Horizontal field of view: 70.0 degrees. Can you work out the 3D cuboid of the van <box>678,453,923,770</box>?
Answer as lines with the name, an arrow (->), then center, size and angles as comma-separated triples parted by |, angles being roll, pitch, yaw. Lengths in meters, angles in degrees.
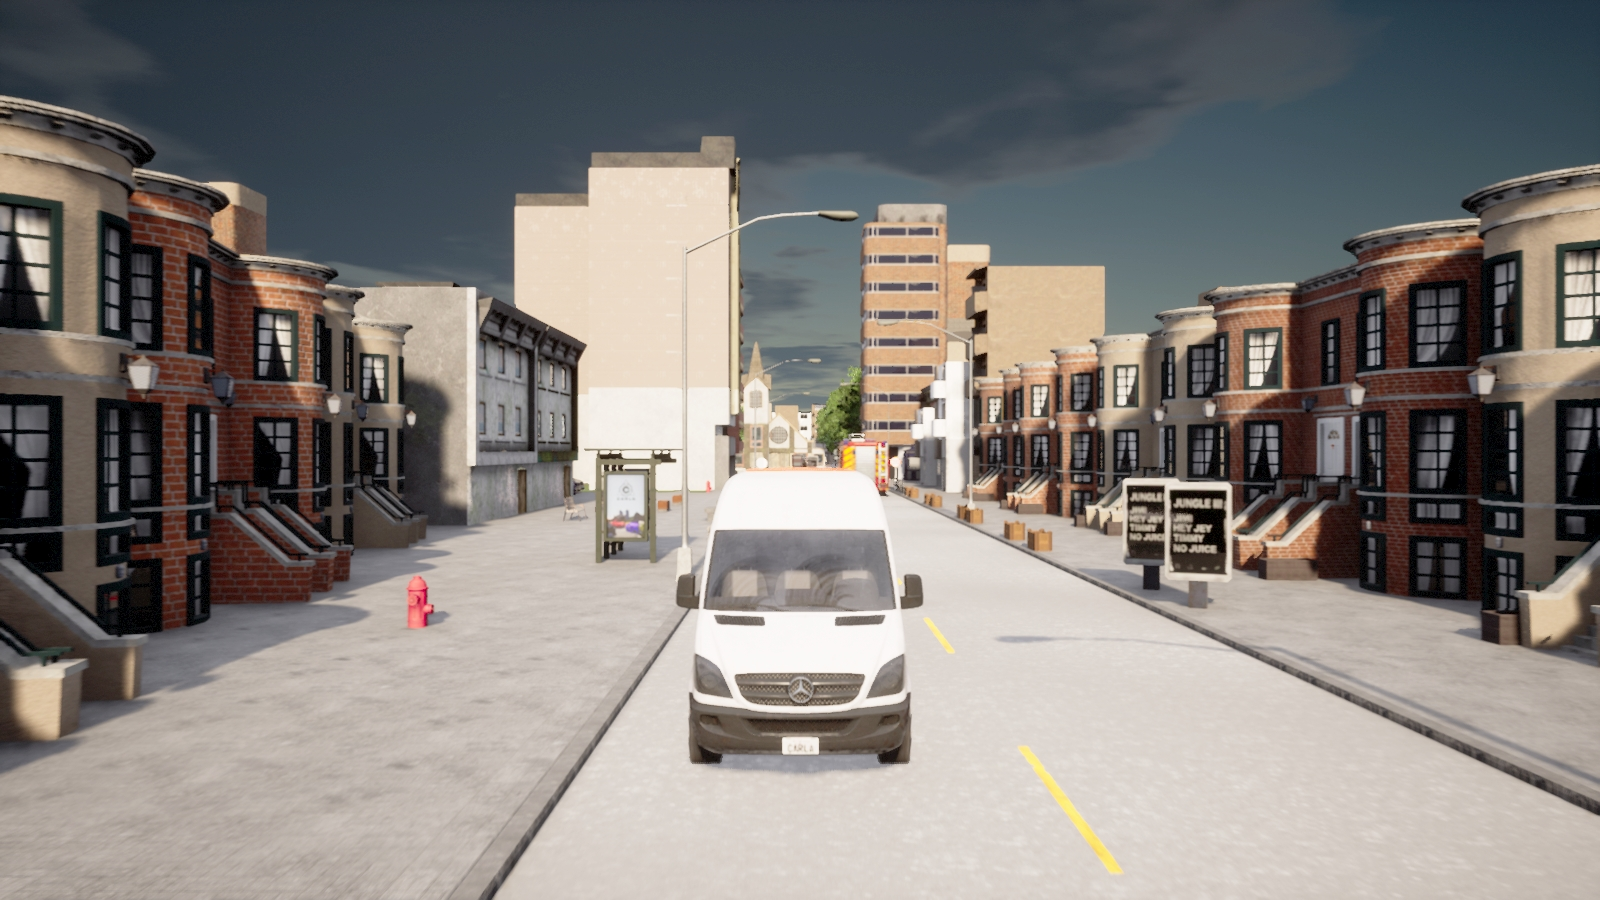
van -> 0.006, 1.318, 12.219 | 1.988, 2.561, 5.915 | 0, 0, 0

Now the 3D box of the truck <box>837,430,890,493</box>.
truck -> 3.973, 0.689, 73.418 | 2.891, 3.827, 8.468 | 0, 0, 0
